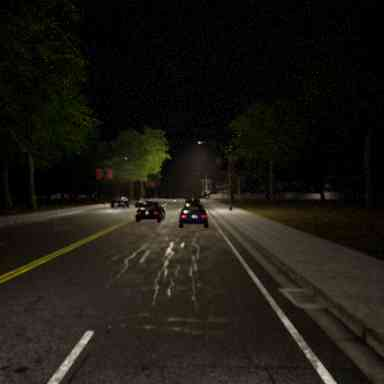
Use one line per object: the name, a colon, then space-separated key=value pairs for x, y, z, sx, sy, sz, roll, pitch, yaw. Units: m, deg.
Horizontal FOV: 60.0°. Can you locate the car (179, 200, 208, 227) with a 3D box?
car: x=0.103 y=1.521 z=22.387 sx=2.033 sy=1.411 sz=5.357 roll=0 pitch=0 yaw=0

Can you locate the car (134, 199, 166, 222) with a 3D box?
car: x=-3.146 y=1.521 z=25.788 sx=2.033 sy=1.411 sz=5.357 roll=0 pitch=0 yaw=0

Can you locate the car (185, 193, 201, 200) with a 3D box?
car: x=0.108 y=1.223 z=49.724 sx=2.150 sy=2.045 sz=5.566 roll=0 pitch=0 yaw=0

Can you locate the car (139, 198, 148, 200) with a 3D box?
car: x=-6.515 y=1.558 z=45.071 sx=1.994 sy=1.385 sz=4.181 roll=0 pitch=0 yaw=0

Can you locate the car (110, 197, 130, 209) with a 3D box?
car: x=-9.755 y=1.487 z=45.433 sx=2.128 sy=1.511 sz=4.902 roll=0 pitch=0 yaw=0
